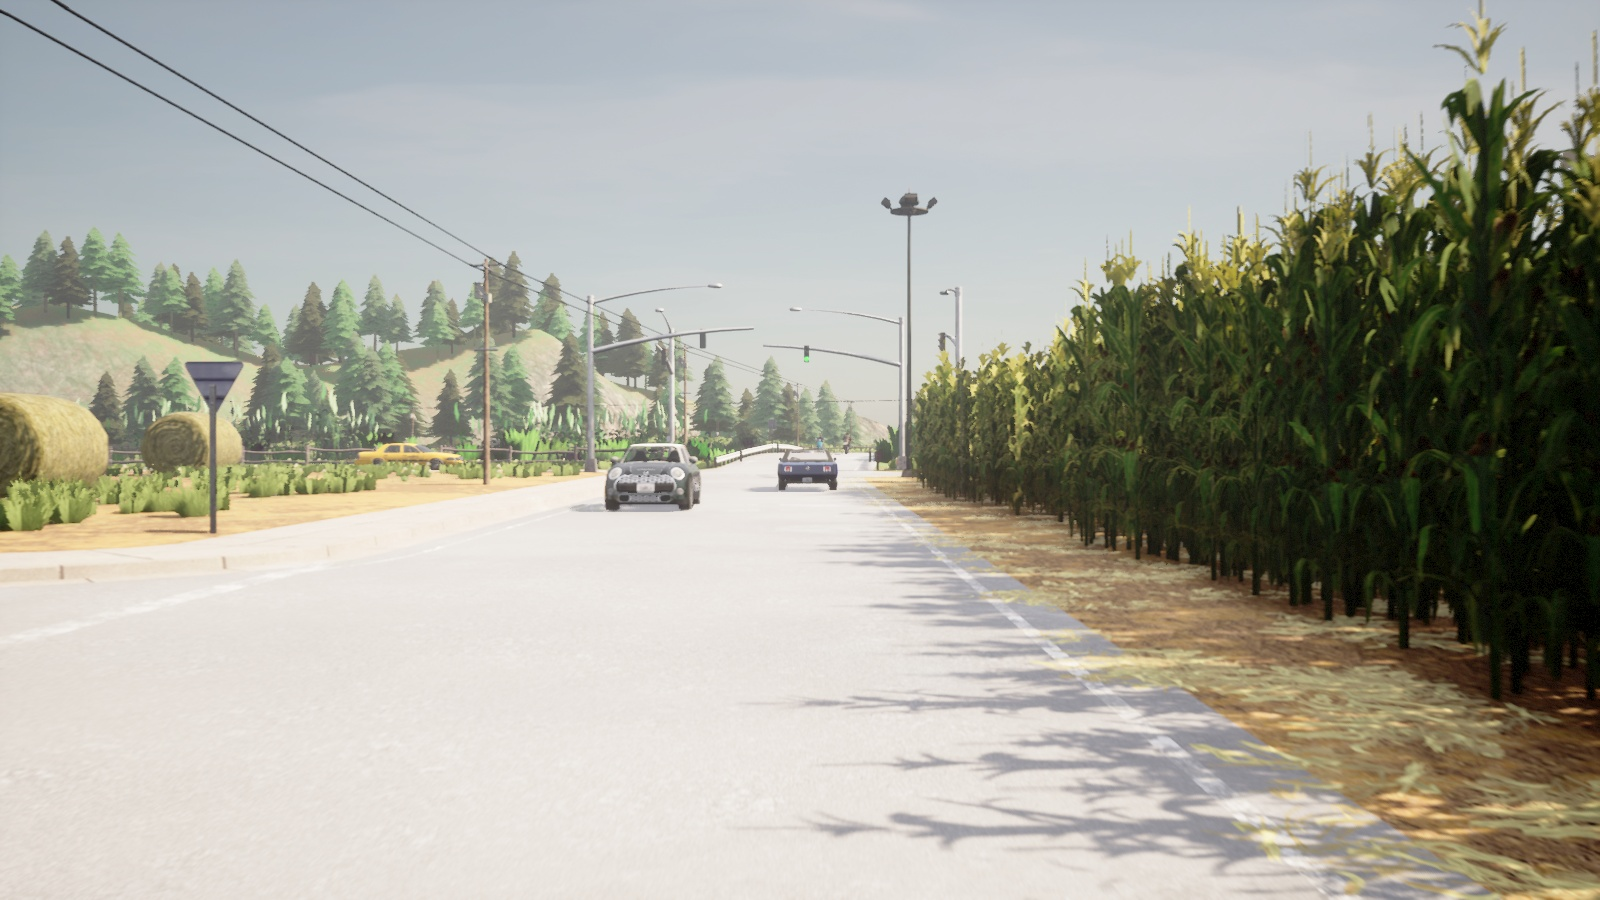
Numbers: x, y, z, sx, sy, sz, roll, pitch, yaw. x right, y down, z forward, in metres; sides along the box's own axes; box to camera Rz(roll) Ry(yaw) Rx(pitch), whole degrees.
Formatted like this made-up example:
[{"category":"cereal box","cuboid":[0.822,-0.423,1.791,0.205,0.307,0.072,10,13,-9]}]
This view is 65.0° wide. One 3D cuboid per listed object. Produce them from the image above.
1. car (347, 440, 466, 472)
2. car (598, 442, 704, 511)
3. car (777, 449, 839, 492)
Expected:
[{"category":"car","cuboid":[-19.625,0.279,62.729,5.366,1.575,1.801,0,0,3]},{"category":"car","cuboid":[-3.322,0.547,28.680,1.970,1.475,3.806,0,0,0]},{"category":"car","cuboid":[0.248,0.615,40.861,1.895,1.301,4.718,0,0,0]}]
